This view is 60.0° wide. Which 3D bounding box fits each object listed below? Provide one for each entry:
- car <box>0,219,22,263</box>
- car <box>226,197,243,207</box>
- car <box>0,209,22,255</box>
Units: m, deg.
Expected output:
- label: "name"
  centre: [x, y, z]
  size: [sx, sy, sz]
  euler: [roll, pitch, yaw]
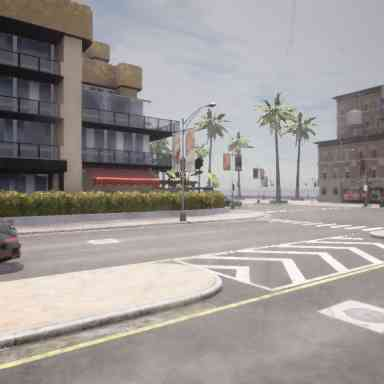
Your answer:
- label: "car"
  centre: [-7.101, 1.527, 8.748]
  size: [4.674, 1.442, 1.812]
  euler: [-1, 0, -37]
- label: "car"
  centre: [5.755, 1.505, 51.583]
  size: [1.837, 1.490, 4.892]
  euler: [0, 0, -35]
- label: "car"
  centre: [-8.913, 1.492, 11.763]
  size: [4.902, 1.511, 2.128]
  euler: [0, 0, -35]
